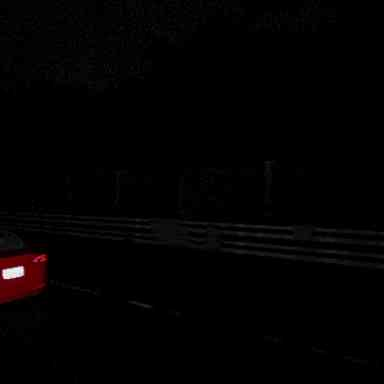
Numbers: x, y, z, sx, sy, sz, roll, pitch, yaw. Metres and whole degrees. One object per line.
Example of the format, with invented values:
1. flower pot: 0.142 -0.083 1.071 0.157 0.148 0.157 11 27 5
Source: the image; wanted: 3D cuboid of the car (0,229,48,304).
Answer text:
1. car: -5.247 1.584 7.620 4.792 1.488 2.163 -1 0 36
